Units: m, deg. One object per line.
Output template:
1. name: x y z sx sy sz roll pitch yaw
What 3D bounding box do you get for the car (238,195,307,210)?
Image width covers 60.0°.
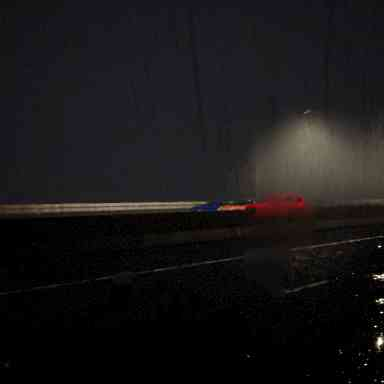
1. car: 6.495 1.264 25.557 5.566 2.045 2.150 0 0 -35

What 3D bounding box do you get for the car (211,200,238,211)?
1. car: 4.308 1.400 28.301 4.553 1.767 2.097 0 0 -35

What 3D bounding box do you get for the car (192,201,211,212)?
1. car: 2.255 1.529 31.136 5.008 1.535 1.882 1 0 -35
